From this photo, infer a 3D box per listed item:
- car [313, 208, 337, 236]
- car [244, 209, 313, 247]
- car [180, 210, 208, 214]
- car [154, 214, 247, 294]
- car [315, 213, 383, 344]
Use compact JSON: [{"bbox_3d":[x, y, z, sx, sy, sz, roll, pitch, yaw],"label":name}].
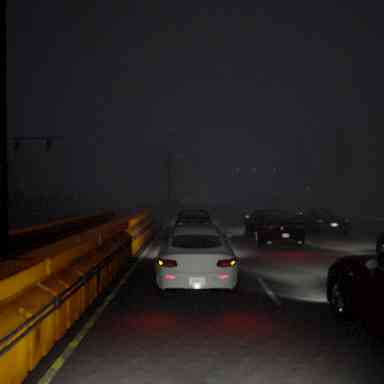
[{"bbox_3d":[7.085,1.594,18.546,1.994,1.385,4.181,0,0,0],"label":"car"},{"bbox_3d":[3.588,1.502,15.210,1.882,1.535,5.008,0,0,0],"label":"car"},{"bbox_3d":[0.086,1.630,18.649,1.895,1.301,4.718,0,0,0],"label":"car"},{"bbox_3d":[0.093,1.539,8.673,1.812,1.442,4.674,0,0,0],"label":"car"},{"bbox_3d":[3.594,1.359,4.474,2.097,1.767,4.553,0,0,0],"label":"car"}]
